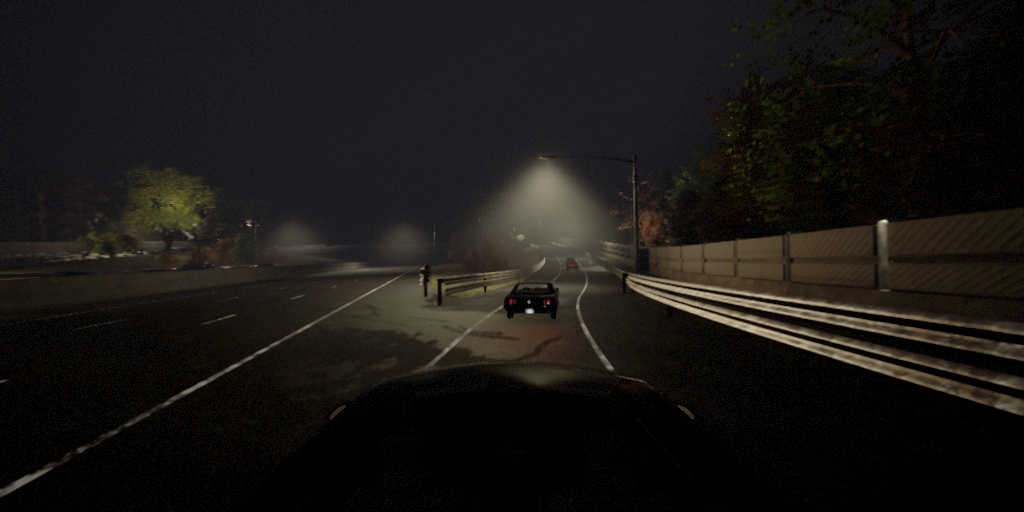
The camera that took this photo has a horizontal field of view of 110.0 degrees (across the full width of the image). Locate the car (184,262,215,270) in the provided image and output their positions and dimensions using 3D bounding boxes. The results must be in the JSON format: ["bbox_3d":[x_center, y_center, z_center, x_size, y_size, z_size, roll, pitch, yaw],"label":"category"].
[{"bbox_3d":[-40.804,1.858,46.254,2.150,2.045,5.566,-1,0,-12],"label":"car"}]

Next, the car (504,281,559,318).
[{"bbox_3d":[0.956,1.679,14.680,1.895,1.301,4.718,-1,-1,9],"label":"car"}]

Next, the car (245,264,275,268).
[{"bbox_3d":[-34.422,1.869,49.827,2.097,1.767,4.553,-1,0,-12],"label":"car"}]

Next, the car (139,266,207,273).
[{"bbox_3d":[-30.639,1.935,32.399,2.033,1.411,5.357,-1,0,-12],"label":"car"}]

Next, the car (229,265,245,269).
[{"bbox_3d":[-38.065,2.070,50.112,1.882,1.535,5.008,-1,0,-12],"label":"car"}]

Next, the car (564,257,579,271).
[{"bbox_3d":[9.194,1.465,55.009,1.837,1.490,4.892,-1,2,8],"label":"car"}]

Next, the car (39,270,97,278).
[{"bbox_3d":[-37.224,1.992,29.768,1.882,1.535,5.008,-1,0,-12],"label":"car"}]
